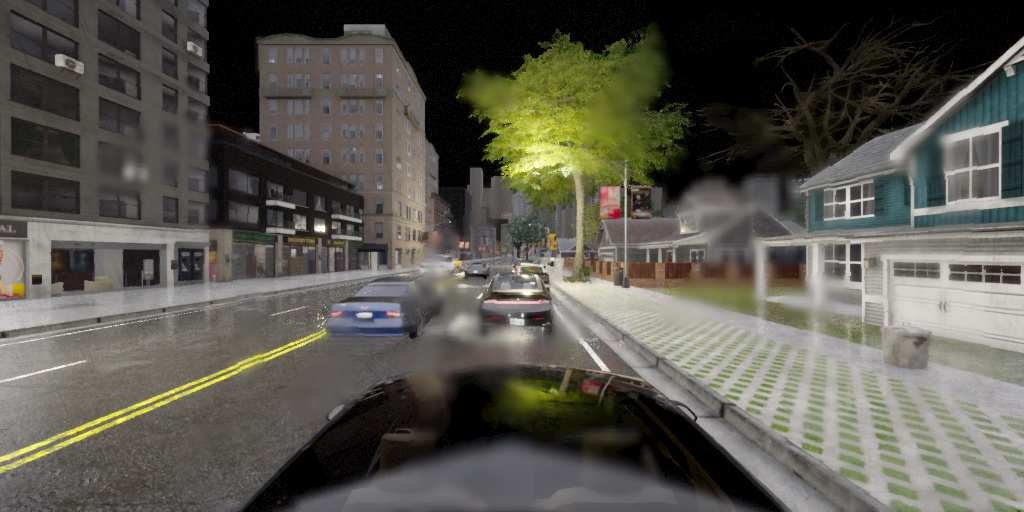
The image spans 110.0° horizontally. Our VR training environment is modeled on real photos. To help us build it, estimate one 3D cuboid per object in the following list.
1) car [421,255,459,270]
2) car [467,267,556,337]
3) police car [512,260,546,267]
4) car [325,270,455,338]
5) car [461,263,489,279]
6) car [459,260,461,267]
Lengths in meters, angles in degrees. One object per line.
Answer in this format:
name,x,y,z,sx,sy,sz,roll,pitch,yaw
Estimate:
car,-6.495,0.950,31.952,2.150,2.045,5.566,0,0,0
car,0.128,1.239,10.296,2.128,1.511,4.902,0,0,0
police car,1.040,1.165,20.545,1.930,1.638,5.238,0,0,0
car,-3.123,1.295,10.084,2.033,1.411,5.357,0,0,0
car,-3.044,1.293,32.136,1.994,1.385,4.181,0,0,0
car,-9.616,1.179,59.688,1.882,1.535,5.008,0,0,1
